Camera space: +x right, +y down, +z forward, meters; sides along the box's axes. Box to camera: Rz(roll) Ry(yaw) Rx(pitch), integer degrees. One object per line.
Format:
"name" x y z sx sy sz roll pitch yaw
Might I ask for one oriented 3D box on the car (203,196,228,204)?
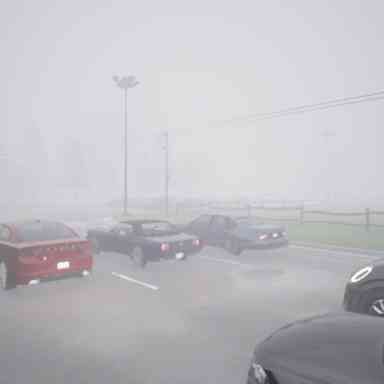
"car" 4.591 1.471 64.335 4.902 1.511 2.128 0 0 -42

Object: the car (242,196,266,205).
"car" 11.365 1.507 61.058 4.674 1.442 1.812 0 0 -42

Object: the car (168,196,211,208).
"car" -0.392 1.477 40.920 4.902 1.511 2.128 0 0 -43

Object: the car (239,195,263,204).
"car" 11.715 1.458 66.050 5.008 1.535 1.882 0 0 -42

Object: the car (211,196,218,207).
"car" 2.301 1.510 48.113 4.674 1.442 1.812 0 0 -42

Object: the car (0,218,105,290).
"car" -4.548 1.473 9.252 1.882 1.535 5.008 0 0 -43

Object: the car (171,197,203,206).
"car" -0.744 1.529 54.805 5.357 1.411 2.033 0 0 -42

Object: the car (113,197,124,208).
"car" -8.407 1.583 47.795 4.718 1.301 1.895 0 0 -43

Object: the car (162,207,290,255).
"car" 1.179 1.543 13.367 2.033 1.411 5.357 0 0 -43

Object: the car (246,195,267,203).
"car" 14.140 1.498 72.942 4.902 1.511 2.128 0 0 -42

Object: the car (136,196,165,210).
"car" -4.286 1.337 42.060 4.553 1.767 2.097 0 0 -43

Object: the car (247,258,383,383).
"car" 2.501 1.492 1.734 2.128 1.511 4.902 0 0 -43

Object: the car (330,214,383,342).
"car" 4.616 1.352 4.599 2.097 1.767 4.553 0 0 -43

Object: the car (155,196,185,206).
"car" -3.692 1.457 56.850 5.008 1.535 1.882 0 0 -42

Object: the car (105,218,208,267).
"car" -1.868 1.597 11.512 1.895 1.301 4.718 0 0 -43

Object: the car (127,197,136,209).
"car" -6.060 1.531 45.206 5.357 1.411 2.033 0 0 -43

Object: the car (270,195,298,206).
"car" 15.669 1.585 55.530 4.718 1.301 1.895 0 0 -42

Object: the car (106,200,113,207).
"car" -10.698 1.485 50.440 4.892 1.490 1.837 0 0 -43

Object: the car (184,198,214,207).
"car" 1.158 1.583 51.803 4.718 1.301 1.895 0 0 -42

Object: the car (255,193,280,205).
"car" 13.520 1.206 58.303 5.566 2.045 2.150 0 0 -42

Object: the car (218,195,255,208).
"car" 6.377 1.337 47.093 4.553 1.767 2.097 0 0 -42
